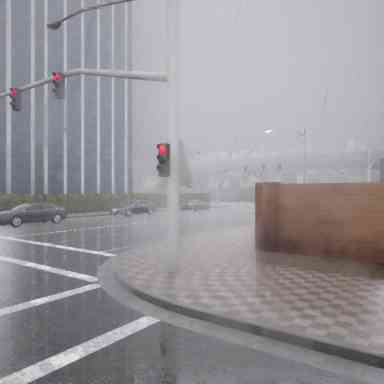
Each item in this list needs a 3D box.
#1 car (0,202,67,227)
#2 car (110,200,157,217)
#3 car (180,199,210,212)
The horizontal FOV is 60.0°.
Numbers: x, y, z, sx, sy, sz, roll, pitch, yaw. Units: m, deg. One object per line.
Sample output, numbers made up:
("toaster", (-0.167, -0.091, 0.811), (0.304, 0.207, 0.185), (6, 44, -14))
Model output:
("car", (-11.085, 1.505, 22.986), (1.837, 1.490, 4.892), (0, 0, 35))
("car", (-5.377, 1.491, 31.016), (2.128, 1.511, 4.902), (0, 0, 35))
("car", (0.398, 1.564, 39.121), (1.994, 1.385, 4.181), (0, 0, 35))
